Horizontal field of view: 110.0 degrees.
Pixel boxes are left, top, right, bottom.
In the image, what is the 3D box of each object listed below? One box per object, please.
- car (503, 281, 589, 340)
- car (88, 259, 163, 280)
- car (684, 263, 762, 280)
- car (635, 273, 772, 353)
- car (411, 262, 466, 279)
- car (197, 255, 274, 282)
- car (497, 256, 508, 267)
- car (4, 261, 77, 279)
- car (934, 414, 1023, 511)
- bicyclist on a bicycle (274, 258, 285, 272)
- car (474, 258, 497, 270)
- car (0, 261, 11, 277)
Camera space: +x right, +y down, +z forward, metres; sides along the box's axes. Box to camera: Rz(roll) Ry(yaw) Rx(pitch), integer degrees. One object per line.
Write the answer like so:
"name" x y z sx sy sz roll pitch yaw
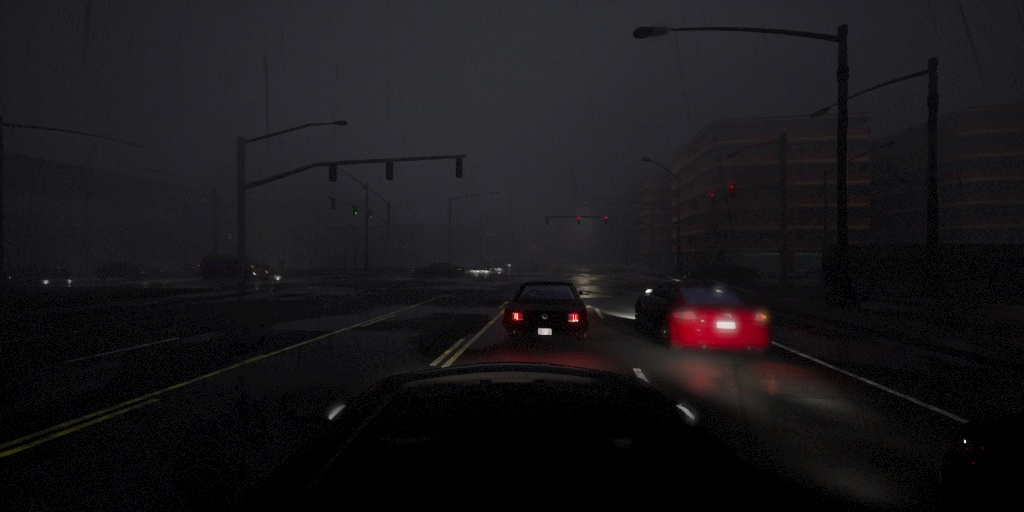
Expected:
"car" 1.019 1.351 9.967 1.895 1.301 4.718 0 0 8
"car" -32.377 1.228 30.372 5.008 1.535 1.882 0 0 7
"car" 16.570 1.297 28.465 5.357 1.411 2.033 0 0 9
"car" 4.421 1.314 8.959 1.994 1.385 4.181 0 0 7
"car" -6.341 1.240 31.016 4.674 1.442 1.812 0 0 7
"car" -22.449 0.971 29.178 5.566 2.045 2.150 0 0 7
"car" -2.398 1.064 58.619 1.895 1.301 4.718 0 1 8
"car" -41.781 1.351 31.718 4.718 1.301 1.895 0 0 12
"car" 3.640 1.242 0.248 2.128 1.511 4.902 0 0 1
"bicyclist on a bicycle" -26.326 1.053 40.697 0.582 1.620 1.656 0 0 7
"car" -3.767 1.176 48.768 1.994 1.385 4.181 0 1 8
"car" -51.086 1.276 35.417 4.674 1.442 1.812 0 0 35
